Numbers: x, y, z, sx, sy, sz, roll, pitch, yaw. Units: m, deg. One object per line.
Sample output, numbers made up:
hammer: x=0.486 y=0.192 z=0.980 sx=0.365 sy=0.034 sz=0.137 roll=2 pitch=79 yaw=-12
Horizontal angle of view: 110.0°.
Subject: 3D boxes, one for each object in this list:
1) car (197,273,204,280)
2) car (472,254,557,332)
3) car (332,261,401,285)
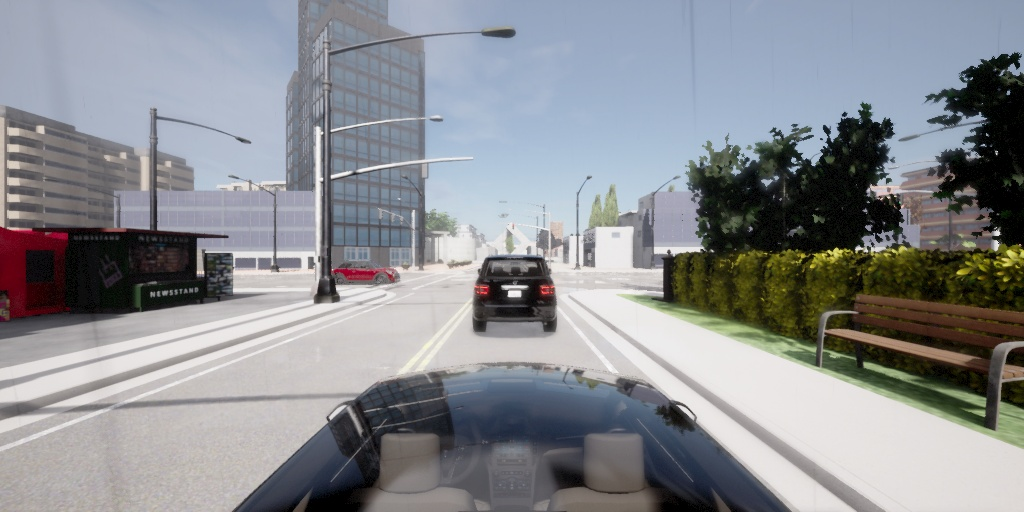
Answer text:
car: x=-24.876 y=1.501 z=26.035 sx=5.357 sy=1.411 sz=2.033 roll=-1 pitch=0 yaw=-1
car: x=0.082 y=0.971 z=10.991 sx=2.150 sy=2.045 sz=5.566 roll=0 pitch=0 yaw=0
car: x=-10.545 y=1.157 z=26.106 sx=4.553 sy=1.767 sz=2.097 roll=0 pitch=0 yaw=0
